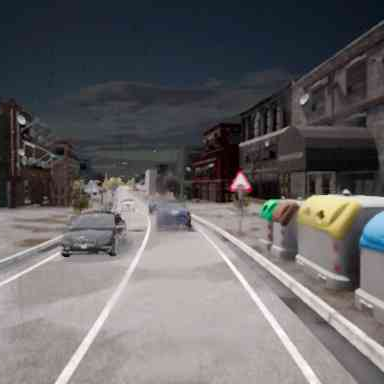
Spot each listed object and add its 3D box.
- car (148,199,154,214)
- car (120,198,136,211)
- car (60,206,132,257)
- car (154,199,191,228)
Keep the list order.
[{"bbox_3d":[-4.087,1.620,39.486,2.097,1.767,4.553,0,-1,-11],"label":"car"},{"bbox_3d":[-10.271,2.024,53.584,2.150,2.045,5.566,0,-2,-12],"label":"car"},{"bbox_3d":[-3.667,1.536,13.144,1.837,1.490,4.892,0,0,-4],"label":"car"},{"bbox_3d":[-1.291,1.359,21.859,2.097,1.767,4.553,0,-1,-6],"label":"car"}]
